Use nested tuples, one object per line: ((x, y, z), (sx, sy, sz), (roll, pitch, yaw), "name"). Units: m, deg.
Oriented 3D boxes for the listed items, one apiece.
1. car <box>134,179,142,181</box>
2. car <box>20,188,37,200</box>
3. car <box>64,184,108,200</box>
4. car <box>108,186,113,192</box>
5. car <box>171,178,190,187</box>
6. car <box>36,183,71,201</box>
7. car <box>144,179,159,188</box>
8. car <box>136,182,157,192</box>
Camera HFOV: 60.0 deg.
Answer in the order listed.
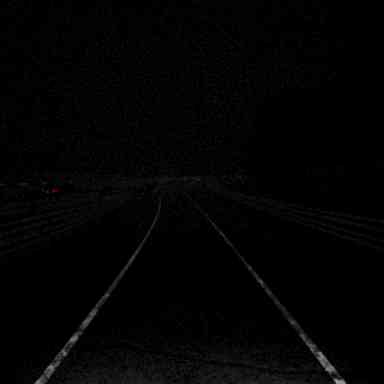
((-10.935, -1.687, 75.068), (1.994, 1.385, 4.181), (0, 3, 15), "car")
((-19.507, 0.184, 42.151), (2.128, 1.511, 4.902), (0, 3, 15), "car")
((-12.732, 0.242, 40.390), (2.128, 1.511, 4.902), (0, 3, 15), "car")
((-15.468, -0.659, 57.663), (1.994, 1.385, 4.181), (0, 3, 15), "car")
((-2.649, -1.981, 79.108), (2.033, 1.411, 5.357), (0, 3, 15), "car")
((-16.111, -0.062, 41.293), (2.150, 2.045, 5.566), (0, 3, 15), "car")
((-8.556, -1.460, 70.311), (1.812, 1.442, 4.674), (0, 3, 15), "car")
((-8.189, -0.714, 57.834), (1.994, 1.385, 4.181), (0, 3, 15), "car")
